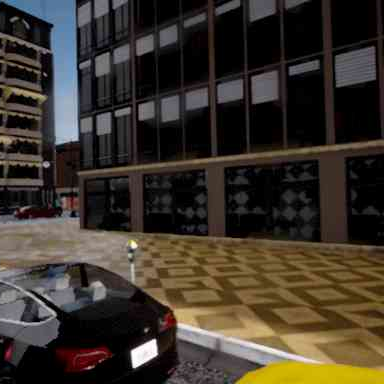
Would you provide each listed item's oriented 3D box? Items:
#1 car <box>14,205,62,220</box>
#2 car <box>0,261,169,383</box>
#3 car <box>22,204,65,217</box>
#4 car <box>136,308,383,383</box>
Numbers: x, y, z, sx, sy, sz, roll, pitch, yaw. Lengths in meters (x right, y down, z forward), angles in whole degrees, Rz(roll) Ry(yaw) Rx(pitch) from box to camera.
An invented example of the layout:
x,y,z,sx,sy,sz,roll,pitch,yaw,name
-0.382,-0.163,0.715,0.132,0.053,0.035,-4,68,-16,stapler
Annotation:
x,y,z,sx,sy,sz,roll,pitch,yaw,name
-14.277,1.932,30.919,1.802,1.307,4.206,-2,-2,35,car
-2.152,1.618,4.419,4.313,1.339,1.947,-1,-2,35,car
-17.921,2.194,40.274,1.947,1.339,4.313,-2,-2,35,car
2.144,1.512,1.367,4.829,1.417,1.752,-1,-2,35,car
